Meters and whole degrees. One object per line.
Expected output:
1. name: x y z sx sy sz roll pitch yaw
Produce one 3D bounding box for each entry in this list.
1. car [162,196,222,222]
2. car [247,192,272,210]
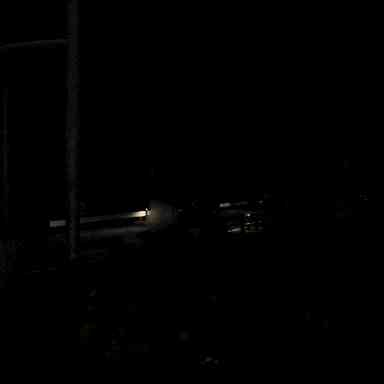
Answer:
1. car: 0.074 1.091 22.957 2.128 1.511 4.902 0 3 41
2. car: 6.951 0.779 30.655 1.882 1.535 5.008 0 1 42
